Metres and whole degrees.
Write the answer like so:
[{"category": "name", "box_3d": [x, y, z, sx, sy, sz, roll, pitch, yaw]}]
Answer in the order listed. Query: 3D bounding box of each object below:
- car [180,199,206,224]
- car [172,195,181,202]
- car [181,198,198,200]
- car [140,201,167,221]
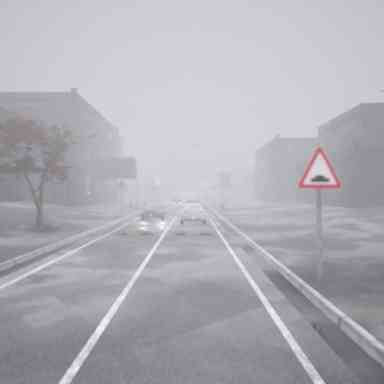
[{"category": "car", "box_3d": [0.086, 1.535, 24.968, 1.812, 1.442, 4.674, 0, 0, 0]}, {"category": "car", "box_3d": [-3.019, 1.384, 68.261, 2.033, 1.411, 5.357, 0, 1, 0]}, {"category": "car", "box_3d": [0.087, 1.478, 43.573, 2.163, 1.488, 4.792, 0, 0, 0]}, {"category": "car", "box_3d": [-3.105, 1.533, 27.688, 1.812, 1.442, 4.674, 0, 0, 0]}]
